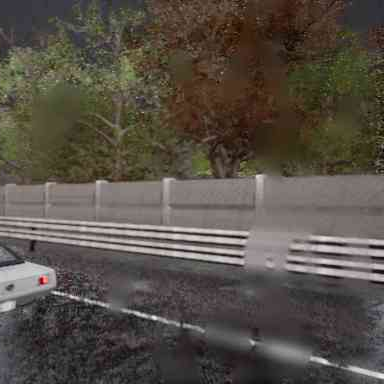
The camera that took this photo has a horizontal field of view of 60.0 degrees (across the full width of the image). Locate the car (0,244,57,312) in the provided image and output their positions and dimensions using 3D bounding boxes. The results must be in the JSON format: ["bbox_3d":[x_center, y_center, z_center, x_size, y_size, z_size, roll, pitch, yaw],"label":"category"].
[{"bbox_3d":[-5.055,1.708,6.967,4.718,1.301,1.895,0,-1,33],"label":"car"}]
